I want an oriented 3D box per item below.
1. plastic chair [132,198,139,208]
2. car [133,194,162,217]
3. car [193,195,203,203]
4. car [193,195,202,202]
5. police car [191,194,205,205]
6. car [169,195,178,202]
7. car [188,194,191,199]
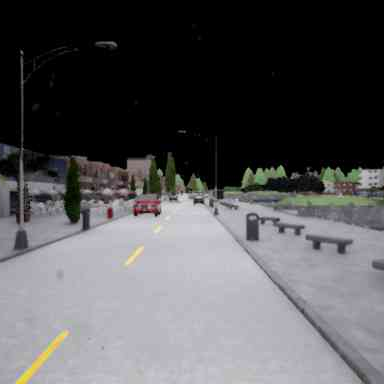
[{"bbox_3d":[-7.447,1.459,43.780,0.730,1.271,0.750,0,0,-40],"label":"plastic chair"},{"bbox_3d":[-4.098,1.186,31.430,2.150,2.045,5.566,0,0,0],"label":"car"},{"bbox_3d":[1.198,1.454,67.753,1.812,1.442,4.674,0,0,0],"label":"car"},{"bbox_3d":[1.197,1.426,73.753,1.837,1.490,4.892,0,0,0],"label":"car"},{"bbox_3d":[1.181,1.363,57.866,1.930,1.638,5.238,0,0,0],"label":"police car"},{"bbox_3d":[-4.002,1.437,72.438,2.033,1.411,5.357,0,0,0],"label":"car"},{"bbox_3d":[-0.002,1.335,91.263,1.994,1.385,4.181,0,0,0],"label":"car"}]
